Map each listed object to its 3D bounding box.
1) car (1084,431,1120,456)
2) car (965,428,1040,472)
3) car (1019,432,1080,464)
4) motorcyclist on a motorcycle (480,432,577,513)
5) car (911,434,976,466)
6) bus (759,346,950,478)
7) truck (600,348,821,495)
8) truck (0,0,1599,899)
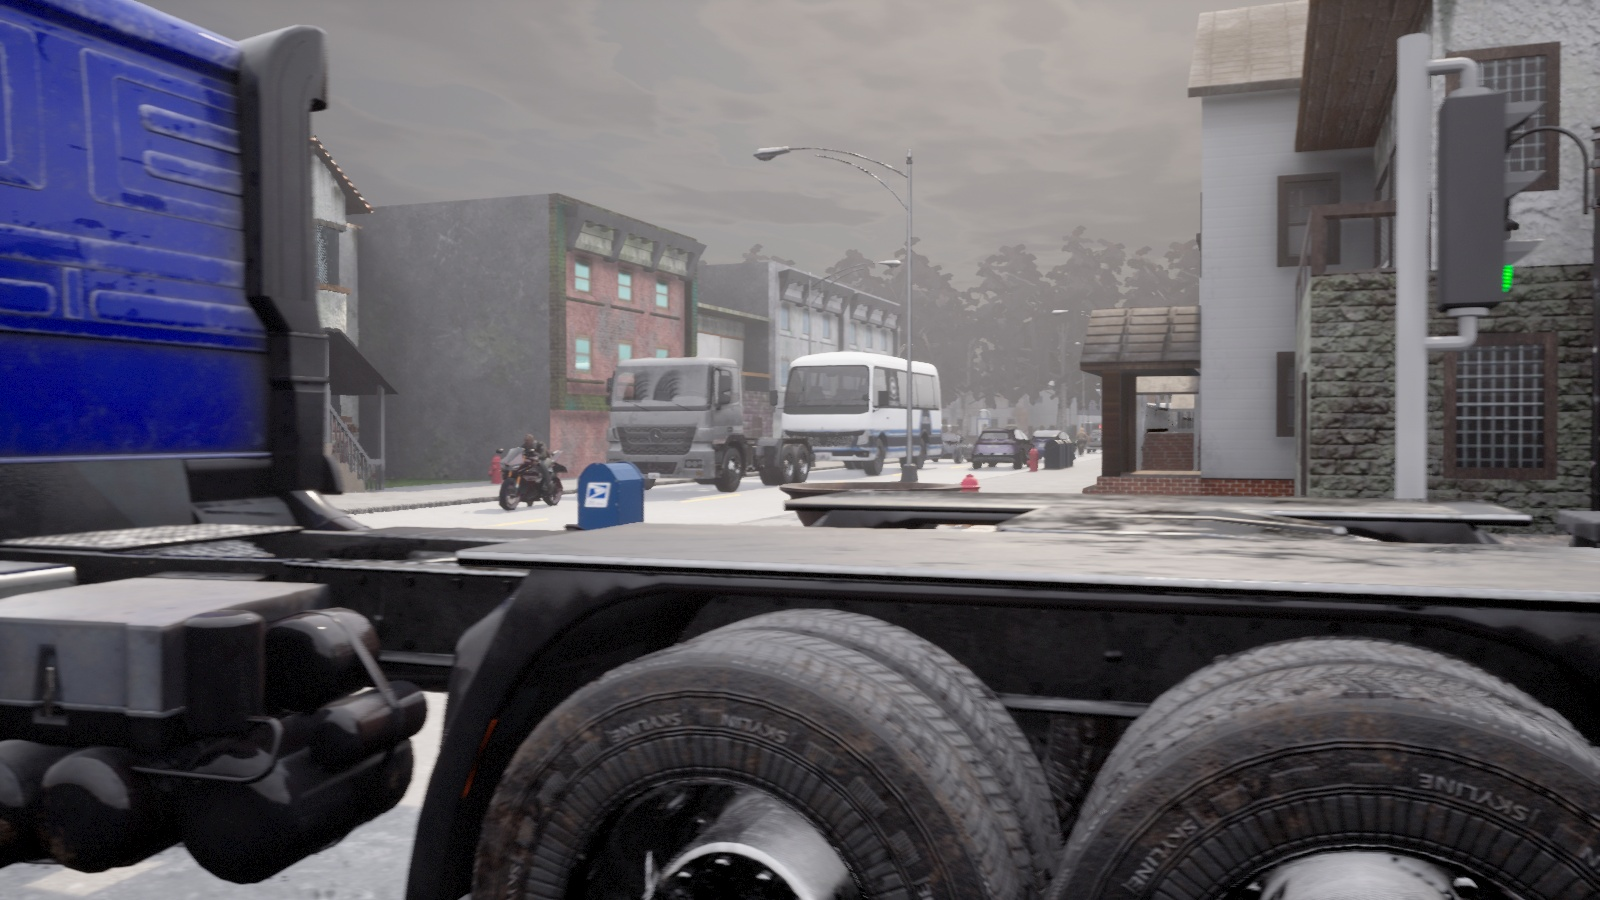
[{"bbox_3d":[19.257,-0.428,79.889,1.789,1.549,3.705,1,1,20],"label":"car"},{"bbox_3d":[8.133,-0.037,49.998,2.033,1.649,4.856,1,1,20],"label":"car"},{"bbox_3d":[12.115,-0.125,60.702,2.163,1.488,4.792,1,1,20],"label":"car"},{"bbox_3d":[-5.394,0.412,25.110,0.866,1.530,2.191,1,1,20],"label":"motorcyclist on a motorcycle"},{"bbox_3d":[6.601,-0.034,57.351,1.994,1.385,4.181,1,1,20],"label":"car"},{"bbox_3d":[2.294,-1.303,45.724,3.944,4.253,10.273,1,1,20],"label":"bus"},{"bbox_3d":[-2.127,-0.734,33.853,2.891,3.462,7.936,1,1,20],"label":"truck"},{"bbox_3d":[-1.178,-0.233,4.190,7.936,3.462,2.891,1,1,20],"label":"truck"}]
